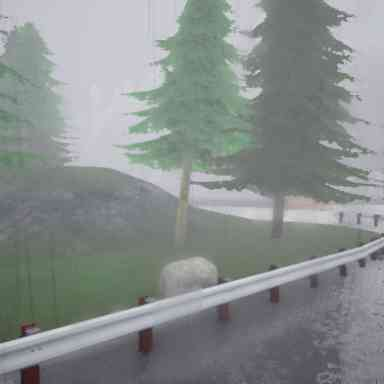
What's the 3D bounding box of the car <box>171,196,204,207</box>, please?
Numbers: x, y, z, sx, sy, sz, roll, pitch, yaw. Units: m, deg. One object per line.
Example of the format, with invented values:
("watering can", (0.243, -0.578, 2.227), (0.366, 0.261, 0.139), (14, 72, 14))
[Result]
("car", (-0.412, 1.344, 51.193), (4.553, 1.767, 2.097), (0, 0, 37))
